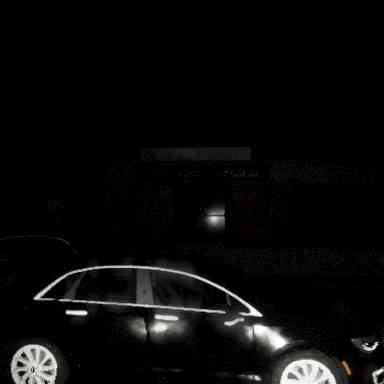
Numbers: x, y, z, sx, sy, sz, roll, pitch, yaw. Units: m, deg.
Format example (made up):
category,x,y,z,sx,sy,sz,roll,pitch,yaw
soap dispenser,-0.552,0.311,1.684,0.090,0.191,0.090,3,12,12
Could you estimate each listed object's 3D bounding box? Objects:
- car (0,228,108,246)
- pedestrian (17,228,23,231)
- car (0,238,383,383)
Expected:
category,x,y,z,sx,sy,sz,roll,pitch,yaw
car,-3.703,1.620,7.644,4.892,1.490,1.837,0,-2,6
pedestrian,-5.566,1.729,10.754,0.500,1.100,0.500,0,-1,6
car,-0.229,1.533,4.332,4.892,1.490,1.837,0,-1,6
